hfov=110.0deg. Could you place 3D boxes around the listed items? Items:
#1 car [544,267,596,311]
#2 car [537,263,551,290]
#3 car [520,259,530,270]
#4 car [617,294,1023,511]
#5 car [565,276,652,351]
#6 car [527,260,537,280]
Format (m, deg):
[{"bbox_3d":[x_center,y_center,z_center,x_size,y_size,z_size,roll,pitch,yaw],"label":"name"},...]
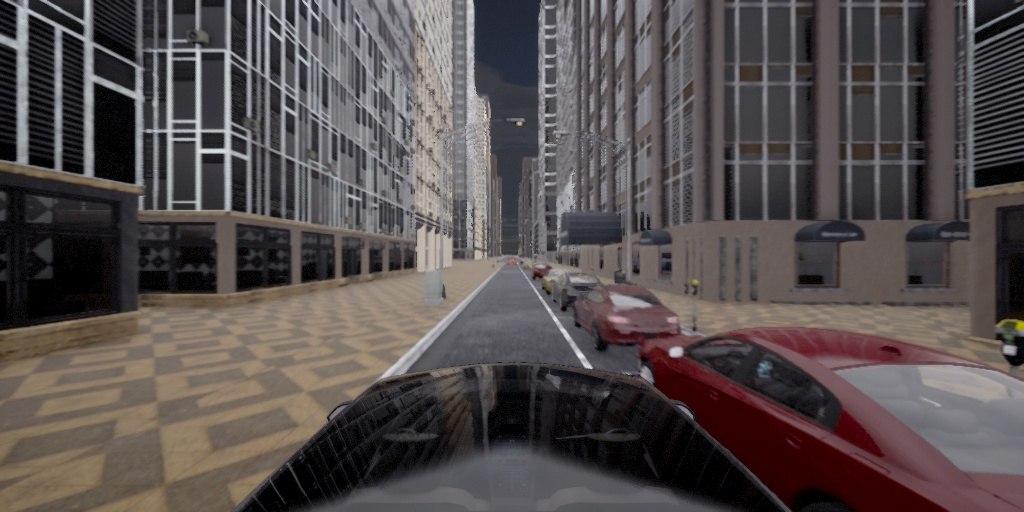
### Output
[{"bbox_3d":[2.567,1.309,14.274,2.007,1.370,4.403,0,0,0],"label":"car"},{"bbox_3d":[2.568,1.287,19.995,1.751,1.417,4.829,0,0,0],"label":"car"},{"bbox_3d":[2.574,1.302,53.303,1.751,1.417,4.829,0,0,0],"label":"car"},{"bbox_3d":[2.565,1.296,3.171,1.888,1.381,4.507,0,0,0],"label":"car"},{"bbox_3d":[2.566,1.337,8.722,1.802,1.307,4.207,0,0,0],"label":"car"},{"bbox_3d":[2.570,1.313,30.927,1.888,1.381,4.507,0,0,0],"label":"car"}]
